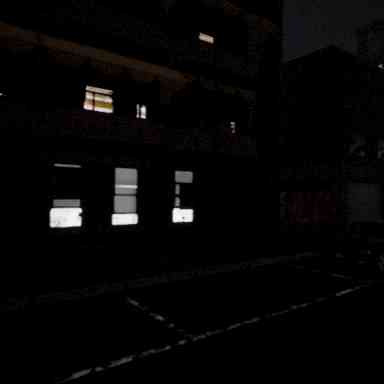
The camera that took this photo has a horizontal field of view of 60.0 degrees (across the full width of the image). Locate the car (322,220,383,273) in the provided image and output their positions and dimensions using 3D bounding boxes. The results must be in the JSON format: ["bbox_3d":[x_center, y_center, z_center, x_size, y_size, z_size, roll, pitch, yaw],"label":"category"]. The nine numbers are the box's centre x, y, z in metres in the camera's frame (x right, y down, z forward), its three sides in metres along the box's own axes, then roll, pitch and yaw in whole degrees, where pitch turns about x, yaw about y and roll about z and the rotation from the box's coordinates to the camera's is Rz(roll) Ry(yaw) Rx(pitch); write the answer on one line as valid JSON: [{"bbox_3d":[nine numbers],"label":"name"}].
[{"bbox_3d":[6.067,1.600,10.875,4.507,1.381,1.887,0,1,-35],"label":"car"}]
